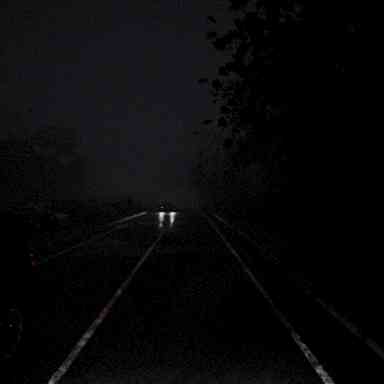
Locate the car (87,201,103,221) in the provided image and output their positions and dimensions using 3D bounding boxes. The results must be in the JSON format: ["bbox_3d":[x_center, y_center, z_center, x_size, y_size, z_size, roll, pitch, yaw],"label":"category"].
[{"bbox_3d":[-10.390,1.706,27.531,5.008,1.535,2.097,0,-1,0],"label":"car"}]

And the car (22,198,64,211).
[{"bbox_3d":[-23.478,1.937,52.484,5.566,2.045,2.435,0,-2,0],"label":"car"}]

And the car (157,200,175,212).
[{"bbox_3d":[-3.440,2.088,47.060,1.837,1.490,4.892,0,-2,0],"label":"car"}]

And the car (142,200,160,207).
[{"bbox_3d":[-10.513,3.048,85.792,4.553,1.767,2.185,0,-2,0],"label":"car"}]

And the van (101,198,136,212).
[{"bbox_3d":[-10.300,1.800,46.948,4.442,1.987,1.878,0,-2,0],"label":"van"}]

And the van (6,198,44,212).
[{"bbox_3d":[-23.613,1.803,47.070,4.442,1.987,1.878,0,-2,0],"label":"van"}]

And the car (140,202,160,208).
[{"bbox_3d":[-10.506,3.119,83.015,4.792,1.488,2.163,0,-2,0],"label":"car"}]

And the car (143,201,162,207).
[{"bbox_3d":[-10.480,3.263,88.566,4.892,1.521,2.231,0,-2,0],"label":"car"}]

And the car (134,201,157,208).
[{"bbox_3d":[-10.434,2.873,74.690,4.792,1.488,2.163,0,-2,0],"label":"car"}]

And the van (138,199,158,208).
[{"bbox_3d":[-10.589,2.782,80.247,4.442,1.987,1.878,0,-2,0],"label":"van"}]

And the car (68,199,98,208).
[{"bbox_3d":[-23.510,2.512,71.993,5.566,2.045,2.435,0,-2,0],"label":"car"}]

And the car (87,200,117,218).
[{"bbox_3d":[-10.364,1.810,33.081,4.792,1.488,2.163,0,-1,0],"label":"car"}]

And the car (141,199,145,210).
[{"bbox_3d":[-10.421,2.189,52.491,5.008,1.535,2.097,0,-2,0],"label":"car"}]

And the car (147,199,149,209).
[{"bbox_3d":[-10.404,2.227,58.045,4.553,1.767,2.185,0,-2,0],"label":"car"}]

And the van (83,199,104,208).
[{"bbox_3d":[-23.669,2.783,80.298,4.442,1.987,1.878,0,-2,0],"label":"van"}]

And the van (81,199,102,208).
[{"bbox_3d":[-23.431,2.701,77.530,4.442,1.987,1.878,0,-2,0],"label":"van"}]

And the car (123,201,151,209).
[{"bbox_3d":[-10.438,2.518,63.591,4.892,1.521,2.231,0,-2,0],"label":"car"}]

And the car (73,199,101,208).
[{"bbox_3d":[-23.515,2.594,74.762,5.566,2.045,2.435,0,-2,0],"label":"car"}]

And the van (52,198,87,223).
[{"bbox_3d":[-10.497,1.443,24.757,4.442,1.987,1.878,0,-1,0],"label":"van"}]

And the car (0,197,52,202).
[{"bbox_3d":[-10.338,1.306,16.430,5.566,2.045,2.435,0,-1,0],"label":"car"}]

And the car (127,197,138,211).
[{"bbox_3d":[-10.441,1.693,44.173,5.566,2.045,2.435,0,-2,0],"label":"car"}]

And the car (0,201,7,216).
[{"bbox_3d":[-23.294,1.816,36.007,5.366,1.575,1.946,0,-1,0],"label":"car"}]

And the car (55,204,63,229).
[{"bbox_3d":[-10.400,1.624,19.203,4.792,1.488,2.163,0,-1,0],"label":"car"}]

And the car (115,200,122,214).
[{"bbox_3d":[-10.401,1.858,35.858,4.674,1.452,2.002,0,-1,0],"label":"car"}]

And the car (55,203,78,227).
[{"bbox_3d":[-10.378,1.672,21.978,4.674,1.452,2.002,0,-1,0],"label":"car"}]

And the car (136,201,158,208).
[{"bbox_3d":[-10.439,2.955,77.465,4.792,1.488,2.163,0,-2,0],"label":"car"}]

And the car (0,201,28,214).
[{"bbox_3d":[-23.493,1.893,41.544,5.008,1.535,2.097,0,-1,0],"label":"car"}]

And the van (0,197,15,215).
[{"bbox_3d":[-23.366,1.630,38.778,4.442,1.987,1.878,0,-1,0],"label":"van"}]

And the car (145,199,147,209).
[{"bbox_3d":[-10.400,2.146,55.270,4.553,1.767,2.185,0,-2,0],"label":"car"}]

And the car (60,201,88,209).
[{"bbox_3d":[-23.524,2.600,66.446,5.008,1.535,2.097,0,-2,0],"label":"car"}]

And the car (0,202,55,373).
[{"bbox_3d":[-3.357,1.219,2.683,2.150,2.045,5.566,0,0,0],"label":"car"}]

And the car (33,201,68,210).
[{"bbox_3d":[-23.505,2.274,55.370,5.008,1.535,2.097,0,-2,0],"label":"car"}]

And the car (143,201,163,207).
[{"bbox_3d":[-10.676,3.353,91.332,5.366,1.575,1.946,0,-2,0],"label":"car"}]

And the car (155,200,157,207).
[{"bbox_3d":[-10.269,2.677,69.141,5.366,1.575,1.946,0,-2,0],"label":"car"}]

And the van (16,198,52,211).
[{"bbox_3d":[-23.618,1.881,49.714,4.442,1.987,1.878,0,-2,0],"label":"van"}]

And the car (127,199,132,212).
[{"bbox_3d":[-10.437,1.922,41.416,4.792,1.488,2.163,0,-1,0],"label":"car"}]

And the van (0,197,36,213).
[{"bbox_3d":[-23.376,1.718,44.169,4.442,1.987,1.878,0,-1,0],"label":"van"}]

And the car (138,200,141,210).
[{"bbox_3d":[-10.424,2.148,49.715,4.674,1.452,2.002,0,-2,0],"label":"car"}]

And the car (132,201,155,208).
[{"bbox_3d":[-10.429,2.792,71.915,4.792,1.488,2.163,0,-2,0],"label":"car"}]

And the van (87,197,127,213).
[{"bbox_3d":[-10.286,1.629,38.638,4.442,1.987,1.878,0,-1,0],"label":"van"}]

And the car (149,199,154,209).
[{"bbox_3d":[-10.255,2.432,60.816,5.366,1.575,1.946,0,-2,0],"label":"car"}]
